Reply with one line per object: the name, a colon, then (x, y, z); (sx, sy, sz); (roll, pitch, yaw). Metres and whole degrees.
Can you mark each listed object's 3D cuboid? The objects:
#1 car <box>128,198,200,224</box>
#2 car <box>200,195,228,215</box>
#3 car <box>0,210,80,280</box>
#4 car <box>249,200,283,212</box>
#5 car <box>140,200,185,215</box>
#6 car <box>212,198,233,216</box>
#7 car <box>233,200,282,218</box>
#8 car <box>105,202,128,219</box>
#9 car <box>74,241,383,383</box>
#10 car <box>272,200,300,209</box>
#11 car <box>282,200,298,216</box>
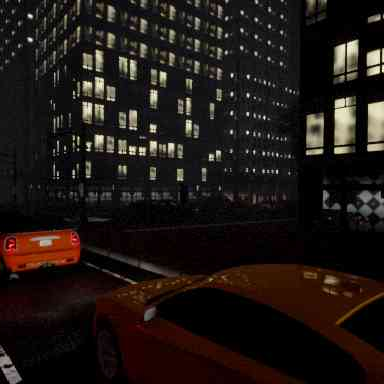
car: (-2.168, 1.523, 26.691); (5.009, 1.841, 2.192); (1, 0, -39)
car: (1.903, 1.423, 37.435); (5.566, 2.045, 2.150); (1, 1, -39)
car: (-5.188, 1.347, 10.313); (2.097, 1.767, 4.553); (0, 0, -40)
car: (9.793, 1.814, 43.837); (4.674, 1.442, 1.812); (1, 1, -39)
car: (-3.208, 1.647, 36.643); (4.829, 1.417, 1.752); (1, 0, -39)
car: (4.910, 1.741, 35.767); (5.008, 1.535, 1.882); (1, 1, -39)
car: (6.719, 1.832, 33.908); (4.829, 1.417, 1.752); (1, 0, -39)
car: (-5.781, 1.642, 31.216); (4.674, 1.442, 1.812); (1, 1, -38)
car: (0.739, 1.476, 3.261); (1.882, 1.535, 5.008); (0, 0, -40)
car: (14.433, 1.881, 50.964); (4.313, 1.339, 1.947); (1, 0, -39)
car: (10.965, 1.936, 37.356); (4.206, 1.307, 1.802); (1, 0, -39)
